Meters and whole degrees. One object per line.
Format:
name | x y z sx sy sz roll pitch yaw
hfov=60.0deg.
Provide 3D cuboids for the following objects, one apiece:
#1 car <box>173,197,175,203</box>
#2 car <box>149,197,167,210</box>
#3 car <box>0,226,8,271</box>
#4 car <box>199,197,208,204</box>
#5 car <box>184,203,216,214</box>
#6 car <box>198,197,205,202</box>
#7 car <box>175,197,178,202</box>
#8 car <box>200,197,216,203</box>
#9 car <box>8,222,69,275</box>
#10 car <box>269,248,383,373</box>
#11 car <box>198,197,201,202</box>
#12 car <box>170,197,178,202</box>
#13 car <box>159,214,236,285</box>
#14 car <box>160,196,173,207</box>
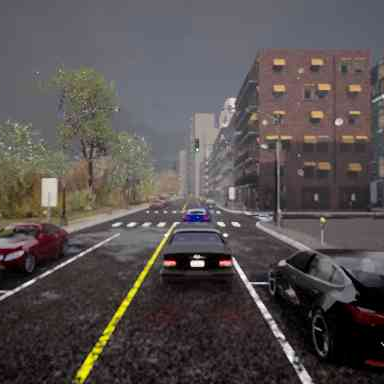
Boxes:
car | -5.176 1.711 65.767 2.192 1.841 5.009 1 0 0
car | -5.212 1.833 48.738 1.887 1.381 4.507 1 0 0
car | -5.295 1.344 4.970 2.192 1.841 5.009 1 0 0
car | 2.727 1.916 77.942 1.967 1.590 4.097 1 0 0
car | 0.416 1.647 21.453 1.812 1.442 4.674 0 0 4
car | 2.759 2.138 94.990 1.887 1.381 4.507 0 0 0
car | -5.145 2.060 82.793 2.008 1.369 4.403 1 0 0
car | 2.670 1.844 49.526 2.008 1.369 4.403 1 0 0
car | -5.287 1.643 10.623 1.802 1.307 4.206 1 0 0
car | 2.584 1.599 5.710 1.947 1.339 4.313 1 0 0
car | 2.703 1.983 66.575 1.802 1.307 4.206 1 0 0
car | -5.123 2.139 94.146 2.008 1.369 4.403 1 0 0
car | 0.122 1.603 9.667 2.033 1.411 5.357 0 0 0
car | -5.187 1.675 60.091 2.192 1.841 5.009 1 0 0
